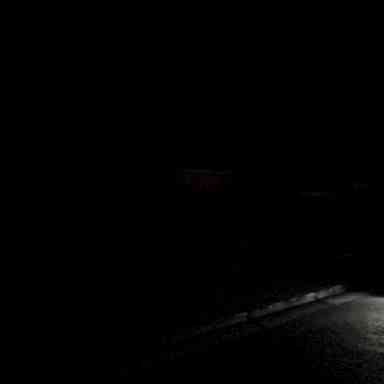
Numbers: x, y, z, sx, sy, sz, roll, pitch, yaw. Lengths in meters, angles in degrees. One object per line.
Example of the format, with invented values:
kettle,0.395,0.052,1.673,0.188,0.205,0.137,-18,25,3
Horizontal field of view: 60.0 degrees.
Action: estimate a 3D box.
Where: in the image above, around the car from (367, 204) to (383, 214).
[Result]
car,24.760,2.185,42.526,2.008,1.369,4.403,1,-1,-35
